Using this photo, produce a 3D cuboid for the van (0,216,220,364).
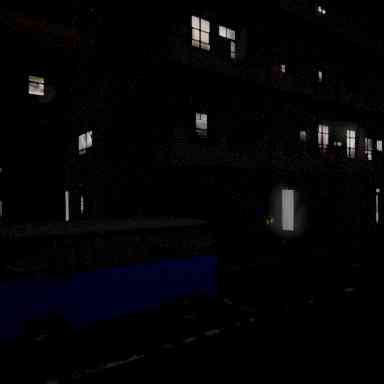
[{"bbox_3d":[-1.411,1.341,5.559,3.998,1.788,1.690,0,0,-35],"label":"van"}]
